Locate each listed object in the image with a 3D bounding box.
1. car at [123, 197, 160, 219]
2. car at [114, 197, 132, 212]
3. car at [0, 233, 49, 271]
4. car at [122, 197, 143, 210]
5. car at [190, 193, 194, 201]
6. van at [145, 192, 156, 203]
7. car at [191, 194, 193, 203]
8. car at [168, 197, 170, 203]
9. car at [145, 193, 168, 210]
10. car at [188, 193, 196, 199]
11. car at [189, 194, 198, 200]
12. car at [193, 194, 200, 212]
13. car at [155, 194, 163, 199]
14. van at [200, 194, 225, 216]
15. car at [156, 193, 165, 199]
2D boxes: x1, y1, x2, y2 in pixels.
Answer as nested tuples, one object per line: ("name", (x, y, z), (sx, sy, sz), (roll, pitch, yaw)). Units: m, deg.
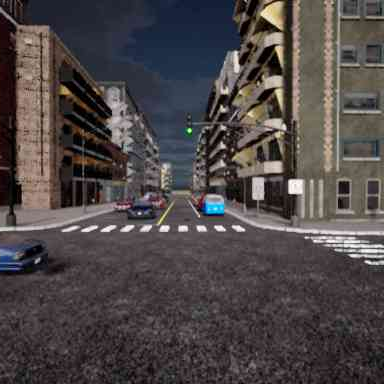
("car", (-3.934, 1.391, 26.526), (1.994, 1.385, 4.181), (0, 0, -2))
("car", (-6.936, 1.361, 34.686), (1.802, 1.307, 4.206), (-1, 0, -2))
("car", (-6.900, 1.457, 9.077), (5.357, 1.411, 2.033), (1, 1, -2))
("car", (-7.106, 1.316, 40.205), (1.947, 1.339, 4.313), (-1, 0, -2))
("car", (1.073, 1.139, 51.451), (1.967, 1.590, 4.097), (-1, 0, -2))
("van", (-7.791, 0.993, 62.286), (1.690, 1.788, 3.998), (-1, 0, -2))
("car", (1.240, 1.248, 46.102), (1.752, 1.417, 4.829), (-1, 0, -2))
("car", (-4.797, 1.204, 55.784), (1.812, 1.442, 4.674), (0, 0, -1))
("car", (-4.316, 1.109, 38.959), (2.097, 1.767, 4.553), (0, 0, -2))
("car", (-0.055, 0.997, 90.086), (1.967, 1.590, 4.097), (-1, 0, -2))
("car", (0.294, 1.156, 79.050), (1.947, 1.339, 4.313), (-1, 0, -2))
("car", (1.625, 1.095, 34.898), (2.192, 1.841, 5.009), (-1, 0, -2))
("car", (-8.366, 1.117, 84.371), (1.887, 1.381, 4.507), (-1, 0, -2))
("van", (1.883, 1.151, 29.407), (1.690, 1.788, 3.998), (-1, 0, -2))
("car", (-8.548, 1.108, 89.891), (2.008, 1.369, 4.403), (-1, 0, -2))
